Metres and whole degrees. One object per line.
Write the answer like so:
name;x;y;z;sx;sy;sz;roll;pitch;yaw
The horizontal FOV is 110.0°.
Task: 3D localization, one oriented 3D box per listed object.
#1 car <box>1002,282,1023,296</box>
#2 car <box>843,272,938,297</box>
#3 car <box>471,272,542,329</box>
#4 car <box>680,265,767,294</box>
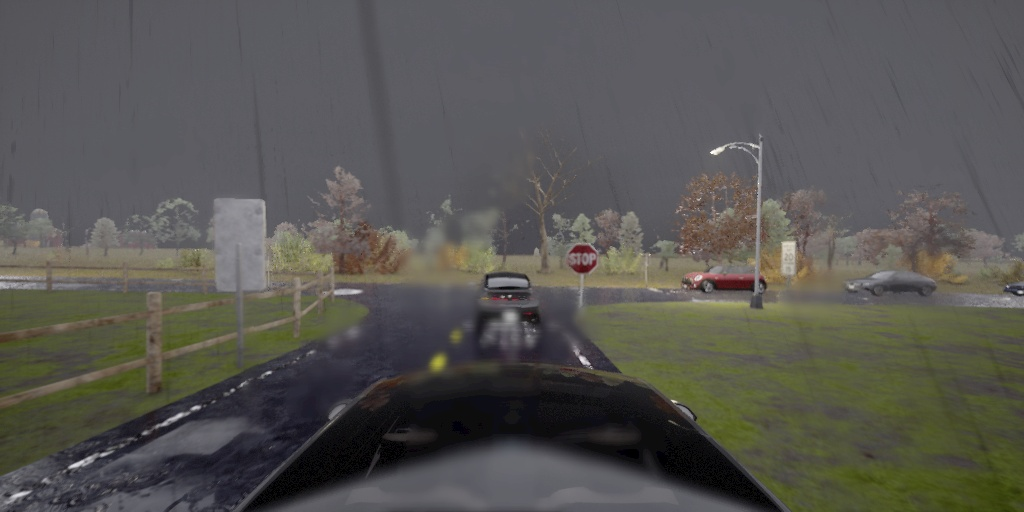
car;33.717;1.881;21.892;5.357;1.411;2.033;1;1;0
car;23.110;1.673;21.922;4.674;1.442;1.812;1;1;0
car;-0.259;1.246;11.281;1.837;1.490;4.892;0;0;-5
car;12.813;1.317;21.896;4.553;1.767;2.097;1;1;-1
